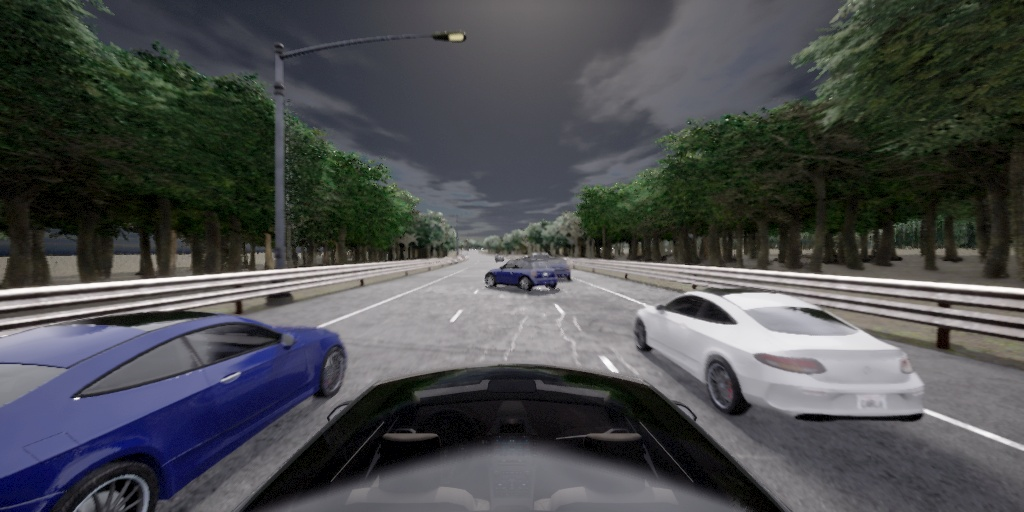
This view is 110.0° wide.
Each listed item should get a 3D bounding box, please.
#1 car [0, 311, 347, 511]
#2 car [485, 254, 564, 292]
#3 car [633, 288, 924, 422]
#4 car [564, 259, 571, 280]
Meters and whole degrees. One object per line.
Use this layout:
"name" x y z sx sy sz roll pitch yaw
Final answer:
"car" -3.395 1.266 3.488 1.812 1.442 4.674 0 1 0
"car" 0.420 0.958 20.459 2.097 1.767 4.553 0 0 -39
"car" 3.501 1.239 5.800 1.812 1.442 4.674 0 0 0
"car" 3.234 0.902 27.927 2.097 1.767 4.553 0 0 -1
